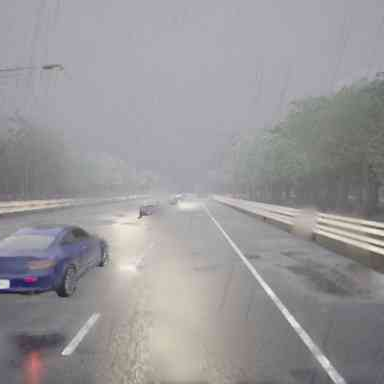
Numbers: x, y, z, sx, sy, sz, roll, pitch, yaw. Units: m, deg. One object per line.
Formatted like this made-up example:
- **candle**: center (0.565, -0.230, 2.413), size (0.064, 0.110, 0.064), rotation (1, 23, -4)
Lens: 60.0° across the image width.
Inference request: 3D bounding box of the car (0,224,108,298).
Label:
- **car**: center (-3.498, 1.529, 8.414), size (1.812, 1.442, 4.674), rotation (0, 0, 0)

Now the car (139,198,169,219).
- **car**: center (-3.463, 1.504, 29.090), size (2.128, 1.511, 4.902), rotation (0, 0, 0)

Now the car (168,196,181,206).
- **car**: center (-3.367, 1.572, 56.247), size (2.033, 1.411, 5.357), rotation (0, 0, 0)

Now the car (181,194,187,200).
- **car**: center (-3.235, 1.632, 92.756), size (1.895, 1.301, 4.718), rotation (0, 0, 0)
